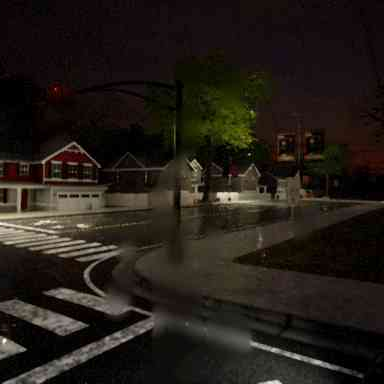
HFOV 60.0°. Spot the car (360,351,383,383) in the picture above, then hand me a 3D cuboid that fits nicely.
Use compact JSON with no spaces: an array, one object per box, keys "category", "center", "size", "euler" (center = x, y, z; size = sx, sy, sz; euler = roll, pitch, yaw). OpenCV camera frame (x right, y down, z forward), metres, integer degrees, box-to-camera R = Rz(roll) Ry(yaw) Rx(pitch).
[{"category":"car","center":[3.312,1.506,1.318],"size":[4.892,1.490,1.837],"euler":[0,0,35]}]
